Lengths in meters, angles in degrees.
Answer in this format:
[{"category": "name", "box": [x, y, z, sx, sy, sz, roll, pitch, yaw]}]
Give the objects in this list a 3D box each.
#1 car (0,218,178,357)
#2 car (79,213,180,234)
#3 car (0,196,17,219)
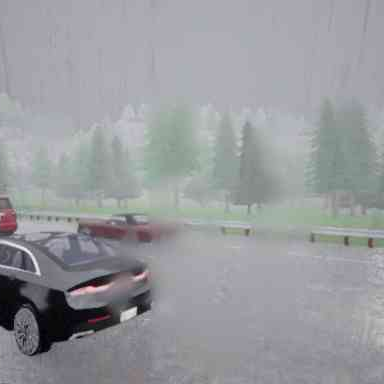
[{"category": "car", "box": [-2.855, 1.478, 6.024, 4.902, 1.511, 2.128, 0, 0, 35]}, {"category": "car", "box": [-2.940, 1.576, 14.628, 4.718, 1.301, 1.895, 0, 0, 35]}, {"category": "car", "box": [-10.369, 1.181, 15.408, 5.566, 2.045, 2.150, 0, 0, 34]}]
